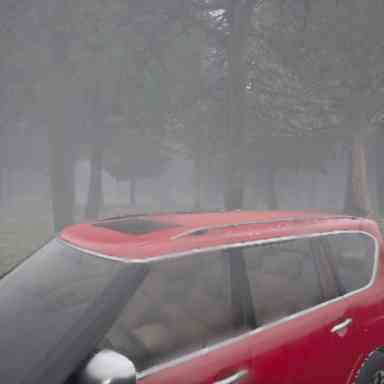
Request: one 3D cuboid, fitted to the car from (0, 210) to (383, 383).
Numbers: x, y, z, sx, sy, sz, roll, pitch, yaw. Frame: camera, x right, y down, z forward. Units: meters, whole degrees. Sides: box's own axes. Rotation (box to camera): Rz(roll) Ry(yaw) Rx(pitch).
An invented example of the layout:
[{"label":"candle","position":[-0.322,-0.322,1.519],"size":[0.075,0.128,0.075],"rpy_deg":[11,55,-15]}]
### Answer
[{"label":"car","position":[-0.313,1.228,2.723],"size":[5.566,2.045,2.150],"rpy_deg":[0,0,-35]}]
